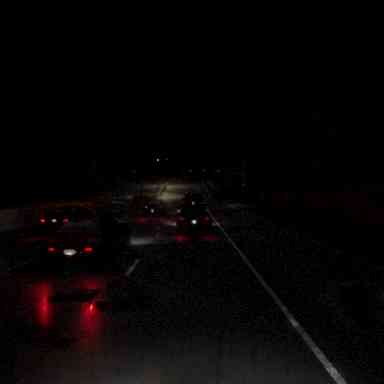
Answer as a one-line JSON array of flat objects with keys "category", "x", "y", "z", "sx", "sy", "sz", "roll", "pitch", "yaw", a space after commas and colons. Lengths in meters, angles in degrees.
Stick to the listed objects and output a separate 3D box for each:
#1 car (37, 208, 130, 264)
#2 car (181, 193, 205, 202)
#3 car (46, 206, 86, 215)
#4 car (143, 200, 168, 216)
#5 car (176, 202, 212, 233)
[{"category": "car", "x": -3.398, "y": 1.490, "z": 11.513, "sx": 1.812, "sy": 1.442, "sz": 4.674, "roll": 0, "pitch": 0, "yaw": 0}, {"category": "car", "x": 0.105, "y": 1.119, "z": 33.288, "sx": 2.150, "sy": 2.045, "sz": 5.566, "roll": 0, "pitch": 0, "yaw": 0}, {"category": "car", "x": -6.895, "y": 1.488, "z": 19.132, "sx": 2.033, "sy": 1.411, "sz": 5.357, "roll": 0, "pitch": 0, "yaw": 0}, {"category": "car", "x": -3.396, "y": 1.430, "z": 30.927, "sx": 1.812, "sy": 1.442, "sz": 4.674, "roll": 0, "pitch": 0, "yaw": 0}, {"category": "car", "x": 0.105, "y": 1.504, "z": 19.285, "sx": 1.994, "sy": 1.385, "sz": 4.181, "roll": 0, "pitch": 0, "yaw": 0}]
